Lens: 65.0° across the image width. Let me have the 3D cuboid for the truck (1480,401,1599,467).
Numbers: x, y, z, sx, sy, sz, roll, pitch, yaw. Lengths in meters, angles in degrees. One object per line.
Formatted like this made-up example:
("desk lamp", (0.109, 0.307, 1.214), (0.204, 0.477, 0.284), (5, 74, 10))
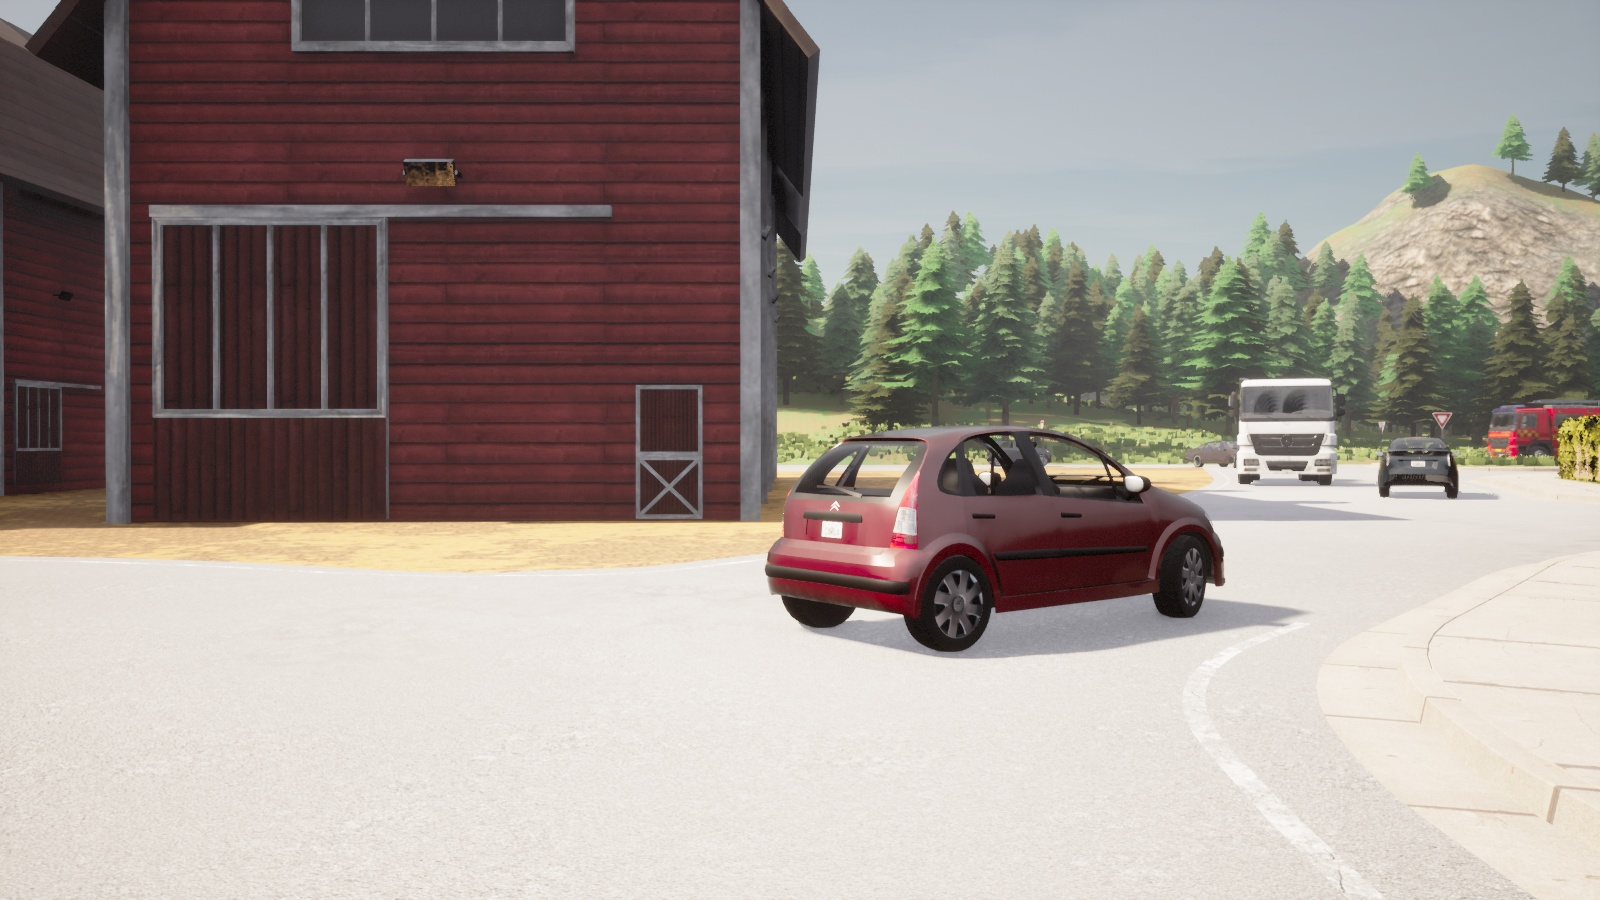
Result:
("truck", (45.453, -0.943, 74.708), (8.468, 3.827, 2.891), (0, 0, 0))

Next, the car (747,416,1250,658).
("car", (1.731, 0.563, 10.347), (3.988, 1.617, 1.851), (-1, 1, -37))

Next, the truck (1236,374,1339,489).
("truck", (16.130, -0.611, 41.996), (2.891, 3.462, 7.936), (0, 1, 19))

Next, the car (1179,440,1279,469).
("car", (22.188, 0.239, 65.154), (2.033, 1.411, 5.357), (0, 0, -19))

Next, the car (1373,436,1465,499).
("car", (16.137, 0.401, 32.838), (2.007, 1.525, 4.514), (0, 1, 25))
